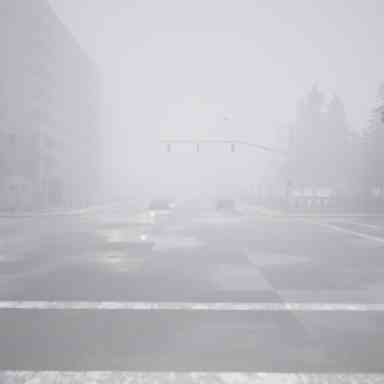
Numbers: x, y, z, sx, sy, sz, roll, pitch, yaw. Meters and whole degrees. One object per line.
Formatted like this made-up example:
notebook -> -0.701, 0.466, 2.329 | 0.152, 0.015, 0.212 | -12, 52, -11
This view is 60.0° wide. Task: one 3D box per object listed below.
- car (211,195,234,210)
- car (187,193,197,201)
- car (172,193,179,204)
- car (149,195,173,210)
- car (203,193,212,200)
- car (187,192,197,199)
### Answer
car -> 3.590, 1.231, 37.721 | 1.882, 1.535, 5.008 | 0, 0, 0
car -> -0.018, 1.041, 67.042 | 1.882, 1.535, 5.008 | 0, 0, 0
car -> -3.582, 1.222, 52.629 | 1.994, 1.385, 4.181 | 0, 0, 0
car -> -3.598, 1.320, 37.277 | 1.994, 1.385, 4.181 | 0, 0, 0
car -> 3.481, 1.008, 72.098 | 1.882, 1.535, 5.008 | 0, 0, 0
car -> -0.020, 0.886, 76.292 | 2.128, 1.511, 4.902 | 0, 0, 0
